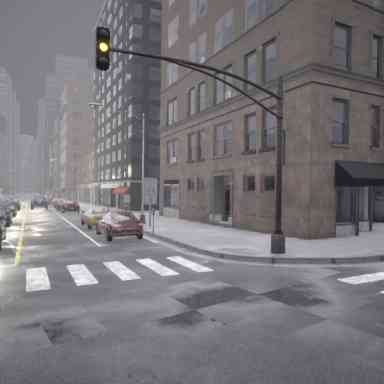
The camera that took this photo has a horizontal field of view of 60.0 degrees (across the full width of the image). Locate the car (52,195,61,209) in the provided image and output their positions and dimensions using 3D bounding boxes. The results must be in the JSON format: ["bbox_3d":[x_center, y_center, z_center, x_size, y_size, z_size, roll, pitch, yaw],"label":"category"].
[{"bbox_3d":[-15.899,1.462,41.524,1.967,1.590,4.097,0,0,-26],"label":"car"}]

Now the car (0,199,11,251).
[{"bbox_3d":[-8.711,1.313,13.365,2.097,1.767,4.553,1,0,-26],"label":"car"}]

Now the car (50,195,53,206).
[{"bbox_3d":[-18.348,1.572,46.520,1.887,1.381,4.507,0,0,-26],"label":"car"}]

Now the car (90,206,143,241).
[{"bbox_3d":[-3.651,1.592,16.549,1.802,1.307,4.206,0,0,-26],"label":"car"}]

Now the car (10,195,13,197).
[{"bbox_3d":[-38.245,1.421,67.734,1.967,1.590,4.097,0,0,-26],"label":"car"}]

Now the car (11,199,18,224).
[{"bbox_3d":[-12.727,1.454,21.566,2.128,1.511,4.902,1,0,-26],"label":"car"}]

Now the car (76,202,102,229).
[{"bbox_3d":[-6.176,1.536,21.697,1.752,1.417,4.829,0,0,-26],"label":"car"}]

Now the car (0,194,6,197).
[{"bbox_3d":[-28.446,1.279,47.746,2.192,1.841,5.009,0,0,-26],"label":"car"}]

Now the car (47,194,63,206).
[{"bbox_3d":[-23.248,1.354,56.510,2.192,1.841,5.009,0,0,-26],"label":"car"}]

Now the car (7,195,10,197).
[{"bbox_3d":[-33.345,1.414,57.740,1.967,1.590,4.097,0,0,-26],"label":"car"}]

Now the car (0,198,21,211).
[{"bbox_3d":[-17.043,1.515,30.438,2.033,1.411,5.357,1,0,-26],"label":"car"}]

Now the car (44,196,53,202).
[{"bbox_3d":[-33.120,1.578,76.646,1.752,1.417,4.829,0,0,-26],"label":"car"}]

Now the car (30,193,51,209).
[{"bbox_3d":[-21.147,1.358,45.991,2.097,1.767,4.553,1,0,-26],"label":"car"}]

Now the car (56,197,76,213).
[{"bbox_3d":[-13.449,1.562,36.529,1.887,1.381,4.507,0,0,-26],"label":"car"}]
